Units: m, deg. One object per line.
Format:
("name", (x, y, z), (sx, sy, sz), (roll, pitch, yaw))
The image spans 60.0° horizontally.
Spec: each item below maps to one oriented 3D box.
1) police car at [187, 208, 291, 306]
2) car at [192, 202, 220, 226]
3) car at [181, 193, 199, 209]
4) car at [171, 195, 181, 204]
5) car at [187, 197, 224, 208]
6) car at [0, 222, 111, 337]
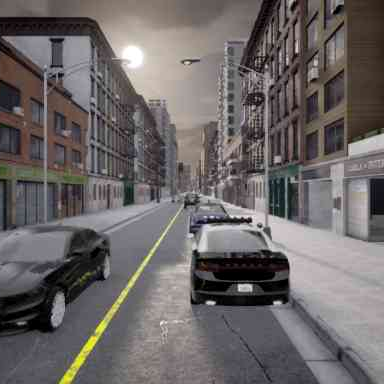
("police car", (0.905, 1.424, 8.233), (1.930, 1.638, 5.238), (0, 0, 0))
("car", (0.916, 1.520, 24.123), (1.812, 1.442, 4.674), (0, 0, 0))
("car", (0.034, 1.196, 45.215), (2.150, 2.045, 5.566), (0, 0, 0))
("car", (-2.957, 1.430, 64.371), (2.128, 1.511, 4.902), (0, 0, 0))
("car", (0.911, 1.348, 18.094), (2.097, 1.767, 4.553), (0, 0, 0))
("car", (-3.096, 1.477, 7.020), (1.882, 1.535, 5.008), (0, 0, 0))
